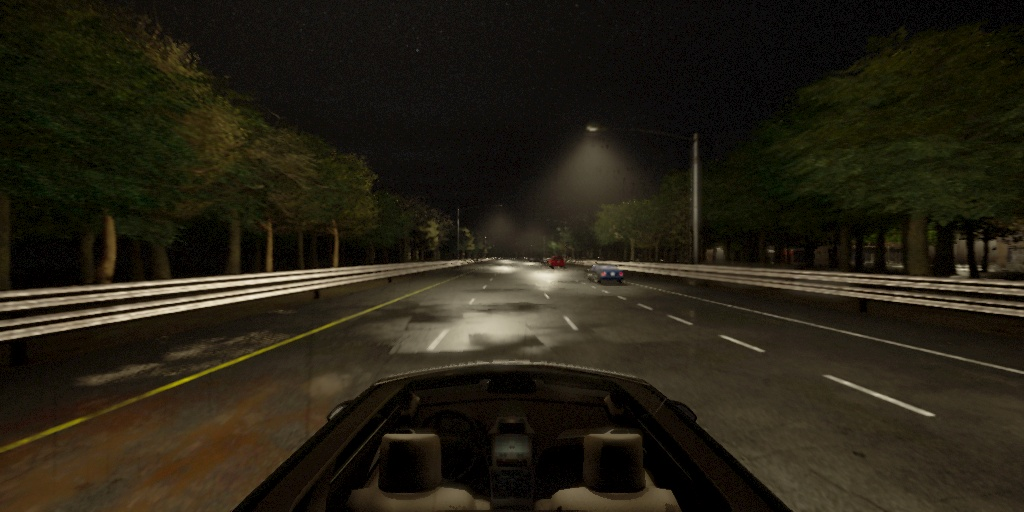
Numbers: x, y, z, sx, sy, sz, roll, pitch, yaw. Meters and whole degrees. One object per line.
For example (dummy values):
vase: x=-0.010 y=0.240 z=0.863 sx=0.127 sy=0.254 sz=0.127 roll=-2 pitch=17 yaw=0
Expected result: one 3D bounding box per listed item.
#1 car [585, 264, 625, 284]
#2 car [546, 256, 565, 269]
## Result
car: x=6.991 y=1.306 z=27.410 sx=2.033 sy=1.411 sz=5.357 roll=0 pitch=0 yaw=0
car: x=7.010 y=1.019 z=56.329 sx=2.150 sy=2.045 sz=5.566 roll=0 pitch=0 yaw=0
